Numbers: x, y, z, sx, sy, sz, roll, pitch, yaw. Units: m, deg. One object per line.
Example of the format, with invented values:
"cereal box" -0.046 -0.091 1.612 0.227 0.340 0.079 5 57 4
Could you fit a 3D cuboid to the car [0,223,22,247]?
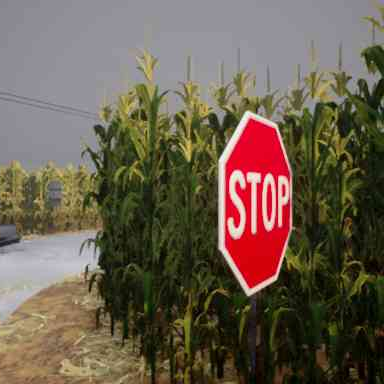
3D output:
"car" -8.631 1.534 10.972 2.033 1.411 5.357 0 0 36
